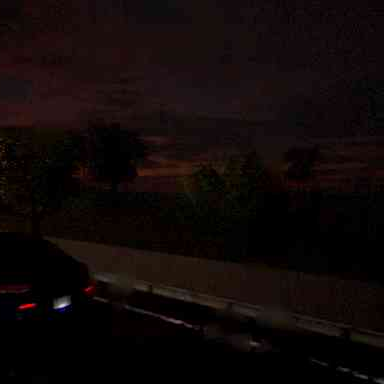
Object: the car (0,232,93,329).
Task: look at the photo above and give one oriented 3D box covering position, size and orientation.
[{"bbox_3d":[-3.855,1.515,6.437,4.674,1.442,1.812,0,0,36],"label":"car"}]
